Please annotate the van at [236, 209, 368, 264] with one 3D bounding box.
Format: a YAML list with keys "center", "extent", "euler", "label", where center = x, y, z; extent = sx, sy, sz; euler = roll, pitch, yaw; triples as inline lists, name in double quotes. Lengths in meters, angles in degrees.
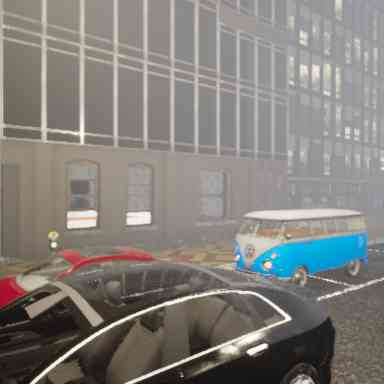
- center: [2.885, 1.349, 8.618]
  extent: [3.998, 1.788, 1.690]
  euler: [0, 0, -35]
  label: "van"

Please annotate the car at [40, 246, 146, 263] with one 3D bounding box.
- center: [-1.755, 1.584, 5.308]
  extent: [4.206, 1.307, 1.802]
  euler: [0, 0, -35]
  label: "car"

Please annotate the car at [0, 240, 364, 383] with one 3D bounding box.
- center: [-0.712, 1.506, 2.872]
  extent: [4.892, 1.490, 1.837]
  euler: [0, 0, -35]
  label: "car"
